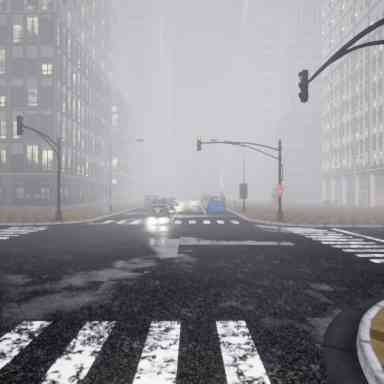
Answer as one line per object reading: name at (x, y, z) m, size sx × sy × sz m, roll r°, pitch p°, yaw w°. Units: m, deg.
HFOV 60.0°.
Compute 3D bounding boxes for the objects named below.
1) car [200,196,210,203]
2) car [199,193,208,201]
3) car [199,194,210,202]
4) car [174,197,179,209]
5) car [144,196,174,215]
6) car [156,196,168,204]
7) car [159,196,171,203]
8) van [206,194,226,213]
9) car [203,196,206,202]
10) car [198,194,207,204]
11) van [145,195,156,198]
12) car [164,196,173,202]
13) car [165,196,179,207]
car at (2.757, 1.541, 69.093) m, size 1.887 × 1.381 × 4.507 m, roll 0°, pitch 0°, yaw 0°
car at (2.837, 1.308, 85.711) m, size 2.192 × 1.841 × 5.009 m, roll 0°, pitch 0°, yaw 0°
car at (2.784, 1.311, 74.633) m, size 2.192 × 1.841 × 5.009 m, roll 0°, pitch 0°, yaw 0°
car at (-3.155, 1.546, 43.028) m, size 2.033 × 1.411 × 5.357 m, roll 0°, pitch 0°, yaw 0°
car at (-3.210, 1.491, 33.243) m, size 2.128 × 1.511 × 4.902 m, roll 0°, pitch 0°, yaw -1°
car at (-5.649, 1.563, 63.592) m, size 1.947 × 1.339 × 4.313 m, roll 0°, pitch 0°, yaw 0°
car at (-5.623, 1.548, 69.131) m, size 2.008 × 1.369 × 4.403 m, roll 0°, pitch 0°, yaw 0°
van at (2.717, 1.340, 35.861) m, size 1.690 × 1.788 × 3.998 m, roll 0°, pitch 0°, yaw 0°
car at (2.651, 1.544, 41.399) m, size 1.887 × 1.381 × 4.507 m, roll 0°, pitch 0°, yaw 0°
car at (2.733, 1.312, 63.553) m, size 2.192 × 1.841 × 5.009 m, roll 0°, pitch 0°, yaw 0°
van at (-5.726, 1.340, 46.975) m, size 1.690 × 1.788 × 3.998 m, roll 0°, pitch 0°, yaw 0°
car at (-5.571, 1.577, 80.210) m, size 1.802 × 1.307 × 4.206 m, roll 0°, pitch 0°, yaw 0°
car at (-3.097, 1.476, 53.168) m, size 1.882 × 1.535 × 5.008 m, roll 0°, pitch 0°, yaw 1°
